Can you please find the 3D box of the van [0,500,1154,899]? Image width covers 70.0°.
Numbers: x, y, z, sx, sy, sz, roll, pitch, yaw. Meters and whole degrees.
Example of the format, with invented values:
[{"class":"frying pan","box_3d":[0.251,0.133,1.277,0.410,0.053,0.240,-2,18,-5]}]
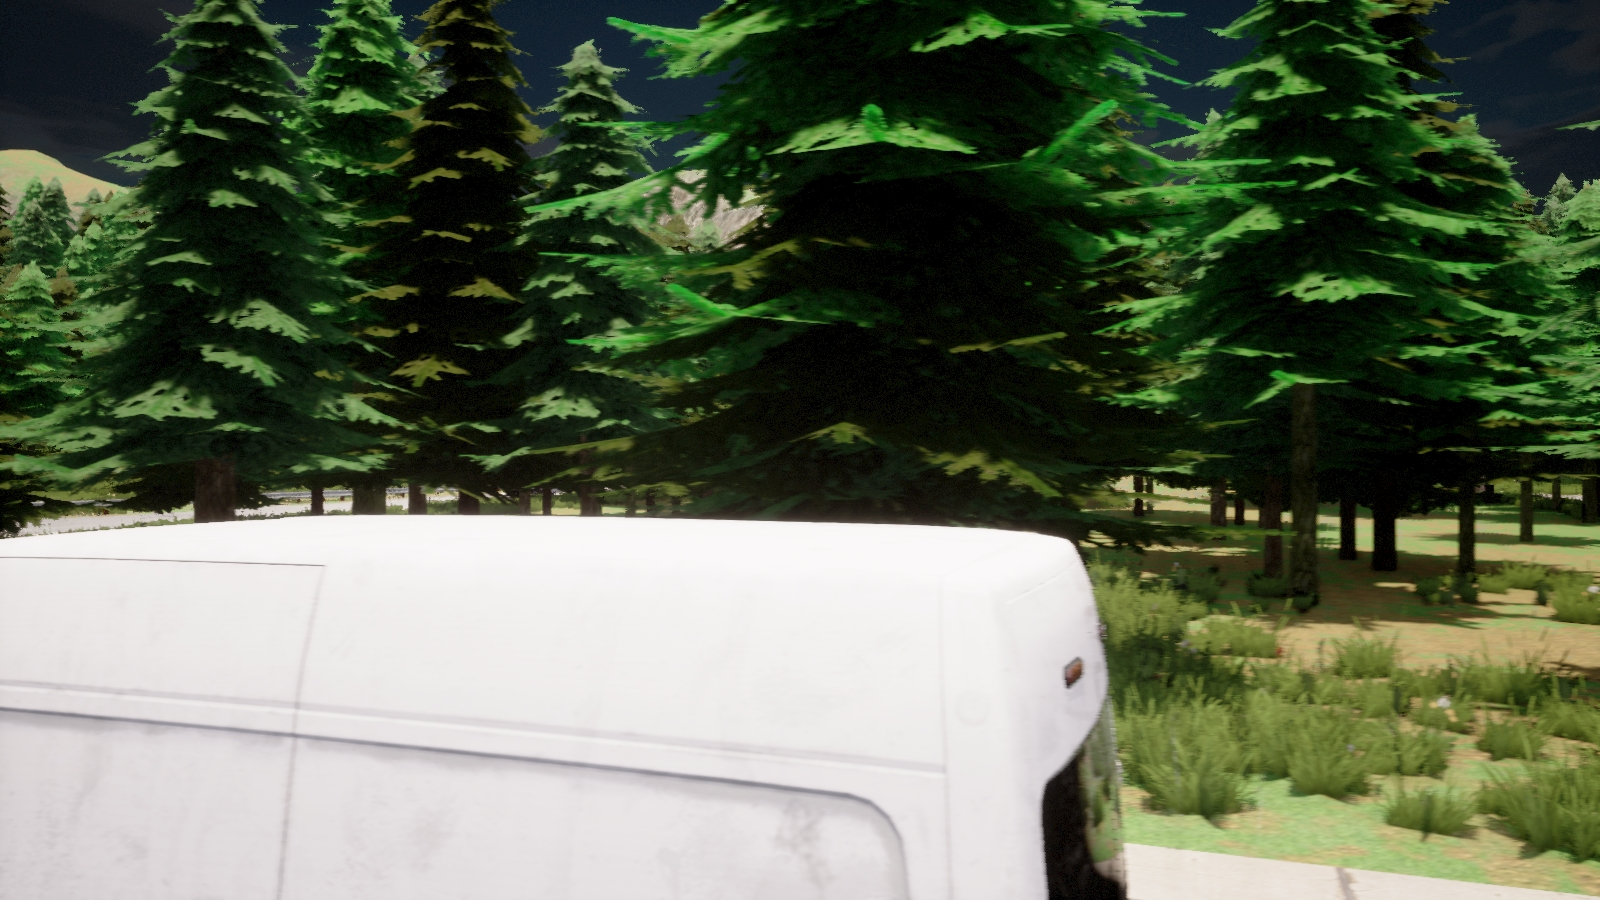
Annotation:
[{"class":"van","box_3d":[-1.901,1.535,4.003,5.915,2.561,1.988,0,0,20]}]
